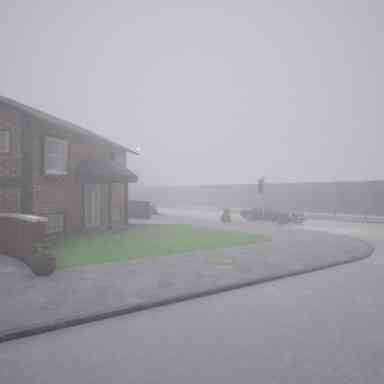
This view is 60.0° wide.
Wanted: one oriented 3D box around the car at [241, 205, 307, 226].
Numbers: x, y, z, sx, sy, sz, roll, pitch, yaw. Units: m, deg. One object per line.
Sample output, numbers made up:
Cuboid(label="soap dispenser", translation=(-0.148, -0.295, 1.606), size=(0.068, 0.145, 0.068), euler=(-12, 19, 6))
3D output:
Cuboid(label="car", translation=(5.786, 1.613, 23.908), size=(1.895, 1.301, 4.718), euler=(0, 0, -35))

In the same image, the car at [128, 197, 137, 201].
Cuboid(label="car", translation=(-8.279, 1.424, 43.732), size=(1.837, 1.490, 4.892), euler=(0, 0, -35))
